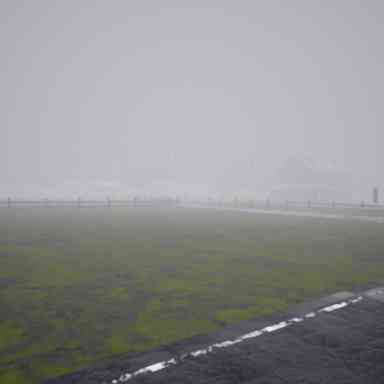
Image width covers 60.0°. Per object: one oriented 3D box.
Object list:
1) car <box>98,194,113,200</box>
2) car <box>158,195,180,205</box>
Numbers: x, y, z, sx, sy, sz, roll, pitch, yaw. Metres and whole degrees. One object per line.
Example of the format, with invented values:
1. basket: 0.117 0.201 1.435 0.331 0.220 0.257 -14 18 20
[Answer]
1. car: -22.675 1.261 89.459 2.128 1.511 4.902 1 0 -35
2. car: -4.067 1.337 58.316 2.097 1.767 4.553 1 0 -35
